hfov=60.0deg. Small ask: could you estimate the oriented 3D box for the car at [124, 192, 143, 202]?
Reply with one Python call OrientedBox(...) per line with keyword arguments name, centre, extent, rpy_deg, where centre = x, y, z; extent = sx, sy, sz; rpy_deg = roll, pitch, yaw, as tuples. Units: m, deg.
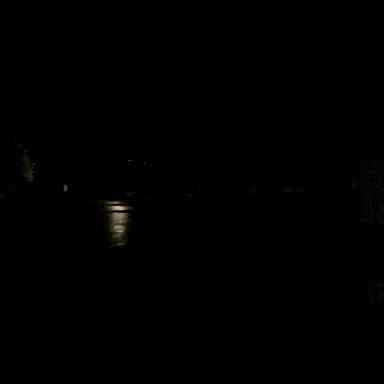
OrientedBox(name="car", centre=(-9.946, 0.778, 56.309), extent=(2.128, 1.511, 4.902), rpy_deg=(-1, 1, -35))
